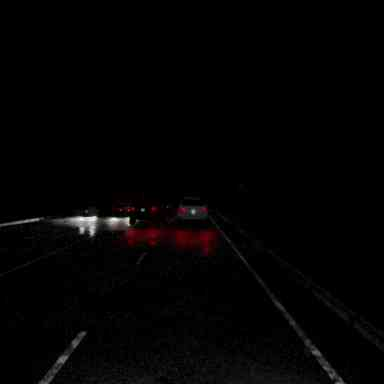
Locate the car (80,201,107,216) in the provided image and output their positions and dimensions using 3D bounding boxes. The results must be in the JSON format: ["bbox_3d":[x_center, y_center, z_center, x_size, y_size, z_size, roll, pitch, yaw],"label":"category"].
[{"bbox_3d":[-10.389,1.715,35.514,2.128,1.511,4.902,0,0,2],"label":"car"}]

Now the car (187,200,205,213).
[{"bbox_3d":[0.583,1.826,42.379,2.033,1.411,5.357,0,0,3],"label":"car"}]

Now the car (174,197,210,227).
[{"bbox_3d":[0.102,1.359,24.334,2.150,2.045,5.566,0,0,0],"label":"car"}]

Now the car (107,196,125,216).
[{"bbox_3d":[-6.910,1.447,35.395,2.150,2.045,5.566,0,-1,2],"label":"car"}]

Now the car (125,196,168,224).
[{"bbox_3d":[-3.399,1.373,25.944,2.150,2.045,5.566,0,0,1],"label":"car"}]

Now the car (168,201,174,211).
[{"bbox_3d":[-2.880,1.845,42.830,1.994,1.385,4.181,0,-1,3],"label":"car"}]
